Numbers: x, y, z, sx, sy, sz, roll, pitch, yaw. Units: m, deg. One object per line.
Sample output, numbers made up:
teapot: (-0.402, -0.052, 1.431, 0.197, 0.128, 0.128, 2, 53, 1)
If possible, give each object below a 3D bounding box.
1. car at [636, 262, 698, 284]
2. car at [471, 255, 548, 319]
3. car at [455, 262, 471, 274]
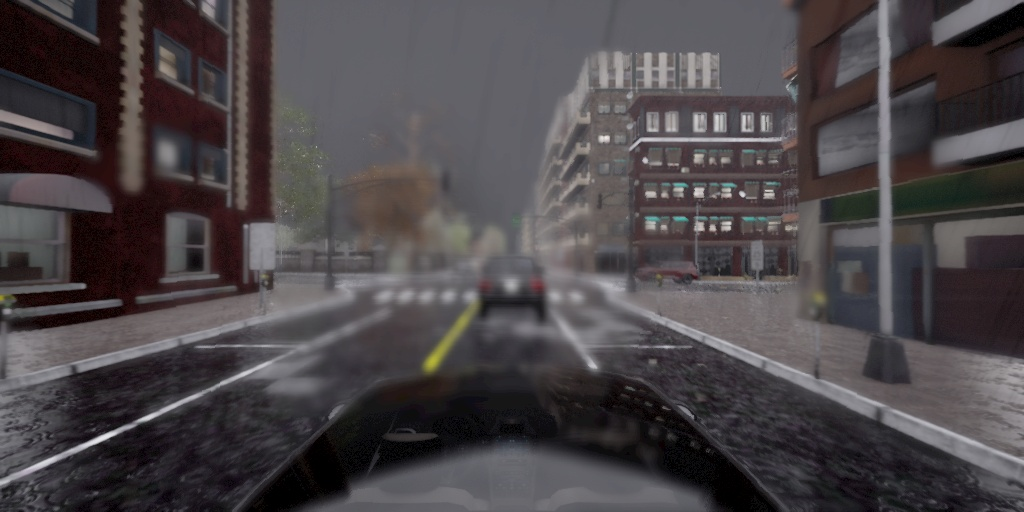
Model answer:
car: (13.435, 1.439, 31.087, 5.009, 1.841, 2.192, 0, 0, -1)
car: (0.117, 1.001, 13.049, 2.150, 2.045, 5.566, 0, -1, 3)
car: (-5.709, 1.454, 43.420, 1.948, 1.339, 4.313, 0, 0, 0)
